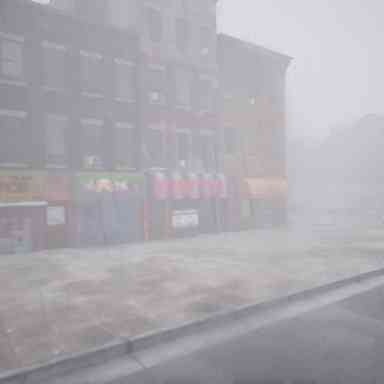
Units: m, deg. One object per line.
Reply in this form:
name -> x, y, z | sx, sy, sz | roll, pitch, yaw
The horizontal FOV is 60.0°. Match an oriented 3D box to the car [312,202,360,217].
car -> 15.761, 1.904, 35.840 | 2.008, 1.369, 4.403 | -3, 0, -35

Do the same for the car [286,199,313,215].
car -> 12.537, 1.804, 40.344 | 2.192, 1.841, 5.009 | -3, 0, -35
